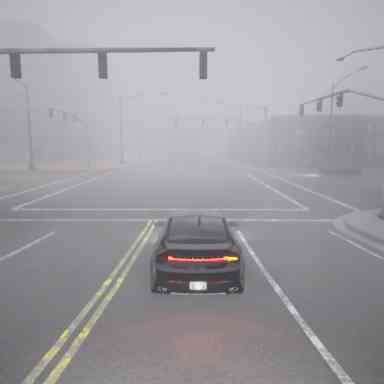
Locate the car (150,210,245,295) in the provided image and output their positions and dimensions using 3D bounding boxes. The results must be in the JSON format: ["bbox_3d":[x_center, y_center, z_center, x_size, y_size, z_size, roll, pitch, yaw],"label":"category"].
[{"bbox_3d":[0.111,1.195,8.109,1.837,1.490,4.892,0,4,0],"label":"car"}]

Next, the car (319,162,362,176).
[{"bbox_3d":[15.862,-2.468,35.630,4.181,1.385,1.994,0,8,0],"label":"car"}]
